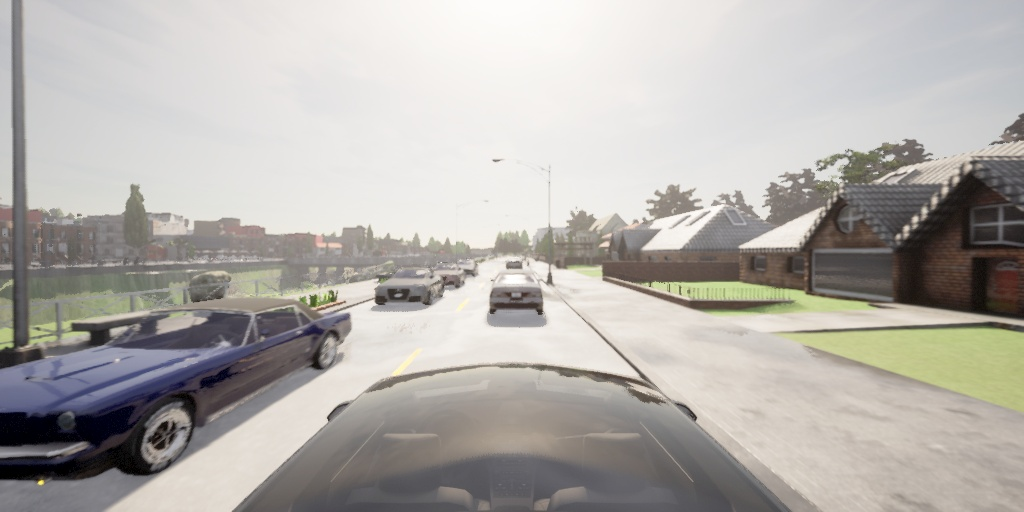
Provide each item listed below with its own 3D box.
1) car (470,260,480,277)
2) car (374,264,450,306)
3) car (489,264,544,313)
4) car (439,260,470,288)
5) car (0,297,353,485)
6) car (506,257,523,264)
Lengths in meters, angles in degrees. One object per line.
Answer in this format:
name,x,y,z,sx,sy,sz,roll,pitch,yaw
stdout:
car,-3.901,1.031,31.190,2.033,1.411,5.357,0,0,1
car,-4.050,1.194,14.765,1.994,1.385,4.181,0,0,0
car,0.142,1.194,13.298,2.033,1.411,5.357,0,1,0
car,-3.923,1.134,21.480,1.994,1.385,4.181,0,1,0
car,-4.091,1.319,4.868,1.895,1.301,4.718,0,0,0
car,0.249,0.895,40.569,2.128,1.511,4.902,0,1,0
